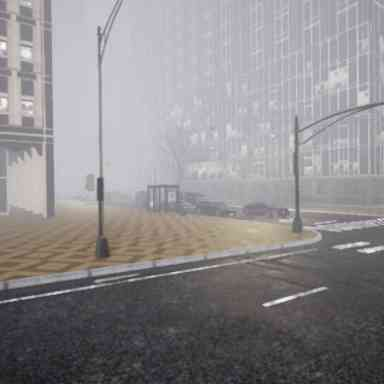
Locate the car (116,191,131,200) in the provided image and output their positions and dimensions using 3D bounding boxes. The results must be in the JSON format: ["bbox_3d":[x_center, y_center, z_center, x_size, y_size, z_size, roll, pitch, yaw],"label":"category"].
[{"bbox_3d":[-13.413,0.939,66.567,1.802,1.307,4.206,0,1,-34],"label":"car"}]

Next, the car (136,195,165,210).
[{"bbox_3d":[-4.344,1.324,38.348,1.947,1.339,4.313,0,1,-34],"label":"car"}]

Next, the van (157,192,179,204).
[{"bbox_3d":[-3.793,0.859,52.485,1.690,1.788,3.998,0,1,-34],"label":"van"}]

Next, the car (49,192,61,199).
[{"bbox_3d":[-33.158,0.715,80.608,1.967,1.590,4.097,0,1,-34],"label":"car"}]

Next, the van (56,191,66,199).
[{"bbox_3d":[-29.952,0.670,75.915,1.690,1.788,3.998,0,1,-34],"label":"van"}]

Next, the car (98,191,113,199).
[{"bbox_3d":[-19.827,0.689,75.949,1.967,1.590,4.097,0,1,-34],"label":"car"}]

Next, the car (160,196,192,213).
[{"bbox_3d":[-1.185,1.393,33.623,1.802,1.307,4.206,0,1,-34],"label":"car"}]

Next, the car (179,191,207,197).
[{"bbox_3d":[0.228,0.976,36.324,2.150,2.045,5.566,-1,1,-34],"label":"car"}]

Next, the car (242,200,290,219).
[{"bbox_3d":[6.095,1.413,27.741,1.994,1.385,4.181,-1,1,-34],"label":"car"}]

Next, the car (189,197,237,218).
[{"bbox_3d":[2.007,1.429,28.918,1.947,1.339,4.313,0,1,-34],"label":"car"}]

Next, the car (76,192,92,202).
[{"bbox_3d":[-20.332,1.043,61.839,2.008,1.369,4.403,0,1,-34],"label":"car"}]

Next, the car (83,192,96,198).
[{"bbox_3d":[-26.239,0.691,85.336,2.008,1.369,4.403,0,1,-34],"label":"car"}]

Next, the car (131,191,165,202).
[{"bbox_3d":[-5.810,0.878,45.177,2.150,2.045,5.566,-1,1,-34],"label":"car"}]

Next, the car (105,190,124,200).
[{"bbox_3d":[-16.620,0.618,71.256,2.192,1.841,5.009,0,1,-34],"label":"car"}]

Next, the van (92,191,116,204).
[{"bbox_3d":[-13.918,0.941,52.452,1.690,1.788,3.998,0,1,-34],"label":"van"}]
